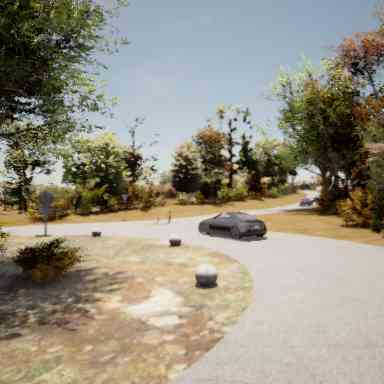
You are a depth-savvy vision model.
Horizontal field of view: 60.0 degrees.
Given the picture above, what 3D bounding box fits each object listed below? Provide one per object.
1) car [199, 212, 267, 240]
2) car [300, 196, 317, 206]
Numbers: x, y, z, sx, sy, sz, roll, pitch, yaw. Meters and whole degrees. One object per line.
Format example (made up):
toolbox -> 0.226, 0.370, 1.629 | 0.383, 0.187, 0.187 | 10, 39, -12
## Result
car -> 2.200, 1.826, 18.850 | 1.994, 1.385, 4.181 | 0, -1, -35
car -> 23.261, 1.944, 67.380 | 2.097, 1.767, 4.553 | -1, 0, 30
